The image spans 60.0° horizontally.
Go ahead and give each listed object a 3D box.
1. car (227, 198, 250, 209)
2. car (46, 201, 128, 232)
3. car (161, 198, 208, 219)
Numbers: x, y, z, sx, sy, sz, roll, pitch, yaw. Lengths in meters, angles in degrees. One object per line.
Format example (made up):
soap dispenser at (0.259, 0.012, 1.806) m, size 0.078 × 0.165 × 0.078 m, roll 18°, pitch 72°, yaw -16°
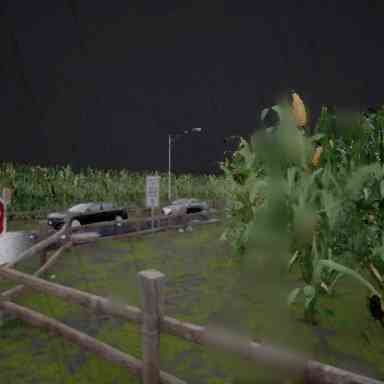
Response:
car at (5.592, 1.092, 35.947) m, size 2.097 × 1.767 × 4.553 m, roll 1°, pitch 1°, yaw 36°
car at (-6.059, 1.347, 19.659) m, size 1.882 × 1.535 × 5.008 m, roll 1°, pitch 1°, yaw 36°
car at (-0.515, 1.298, 27.407) m, size 2.128 × 1.511 × 4.902 m, roll 1°, pitch 1°, yaw 36°
